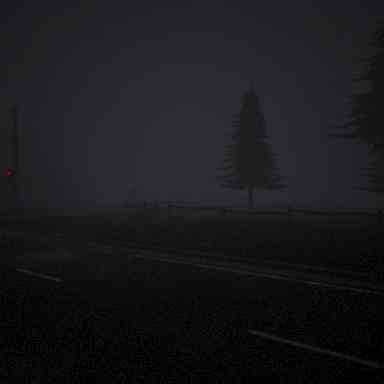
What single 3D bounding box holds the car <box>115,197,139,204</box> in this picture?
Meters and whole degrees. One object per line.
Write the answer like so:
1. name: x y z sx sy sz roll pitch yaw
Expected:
1. car: -12.431 1.519 63.567 1.895 1.301 4.718 0 0 35
